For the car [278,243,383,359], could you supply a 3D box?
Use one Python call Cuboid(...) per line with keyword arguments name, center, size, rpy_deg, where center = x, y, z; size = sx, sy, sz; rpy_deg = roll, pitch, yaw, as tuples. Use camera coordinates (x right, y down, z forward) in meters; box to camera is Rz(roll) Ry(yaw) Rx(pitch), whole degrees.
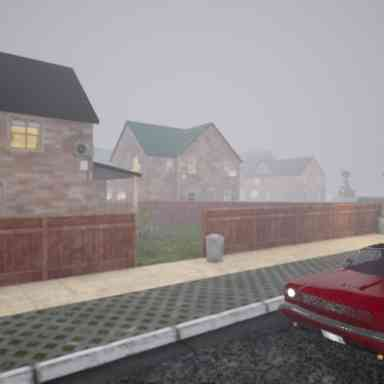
Cuboid(name="car", center=(3.660, 1.613, 5.697), size=(4.718, 1.301, 1.895), rpy_deg=(0, 0, -36))
